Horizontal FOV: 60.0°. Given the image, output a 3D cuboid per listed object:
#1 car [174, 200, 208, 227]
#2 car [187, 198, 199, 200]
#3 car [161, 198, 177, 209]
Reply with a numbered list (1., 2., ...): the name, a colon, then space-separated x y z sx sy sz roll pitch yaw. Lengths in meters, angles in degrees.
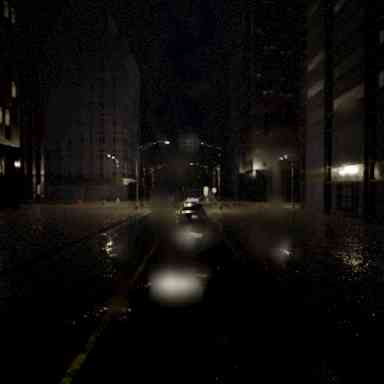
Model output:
1. car: 0.102 1.520 22.288 2.033 1.411 5.357 0 0 0
2. car: 0.105 1.441 39.196 2.128 1.511 4.902 0 0 0
3. car: -2.995 1.546 44.083 1.994 1.385 4.181 0 0 0
